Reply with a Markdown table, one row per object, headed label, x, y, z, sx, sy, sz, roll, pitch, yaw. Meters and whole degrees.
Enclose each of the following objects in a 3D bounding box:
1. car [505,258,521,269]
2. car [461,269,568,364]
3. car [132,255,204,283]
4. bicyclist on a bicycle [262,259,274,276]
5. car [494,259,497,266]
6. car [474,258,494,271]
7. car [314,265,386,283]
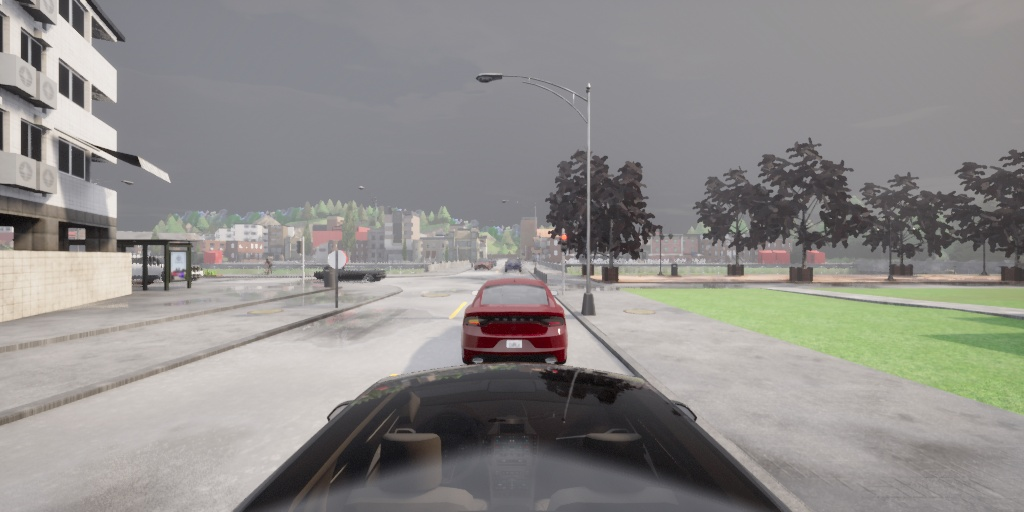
| label | x | y | z | sx | sy | sz | roll | pitch | yaw |
| --- | --- | --- | --- | --- | --- | --- | --- | --- | --- |
| car | 0.138 | 1.101 | 47.184 | 2.097 | 1.767 | 4.553 | 0 | 0 | 0 |
| car | 0.057 | 1.228 | 8.091 | 1.882 | 1.535 | 5.008 | 0 | 0 | 0 |
| car | -26.526 | 0.973 | 26.900 | 5.566 | 2.045 | 2.150 | 0 | 0 | 0 |
| bicyclist on a bicycle | -24.002 | 1.099 | 35.296 | 0.582 | 1.620 | 1.656 | 0 | 0 | 0 |
| car | -4.040 | 1.241 | 59.536 | 2.128 | 1.511 | 4.902 | 0 | 0 | 0 |
| car | -4.061 | 1.102 | 50.292 | 2.097 | 1.767 | 4.553 | 0 | 0 | 0 |
| car | -12.012 | 1.351 | 26.910 | 4.718 | 1.301 | 1.895 | 0 | 0 | -1 |
